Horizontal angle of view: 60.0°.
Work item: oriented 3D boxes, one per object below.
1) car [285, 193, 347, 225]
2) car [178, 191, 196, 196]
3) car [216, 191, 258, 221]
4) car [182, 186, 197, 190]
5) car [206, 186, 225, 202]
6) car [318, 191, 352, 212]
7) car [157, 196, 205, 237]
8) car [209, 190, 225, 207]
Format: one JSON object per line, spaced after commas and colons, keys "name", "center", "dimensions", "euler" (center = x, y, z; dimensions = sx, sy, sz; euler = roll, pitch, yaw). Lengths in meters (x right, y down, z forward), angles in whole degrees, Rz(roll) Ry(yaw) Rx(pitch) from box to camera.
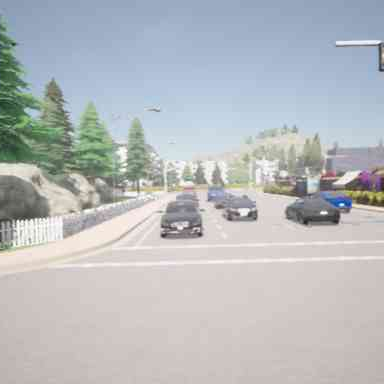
{"name": "car", "center": [6.700, 0.984, 18.929], "dimensions": [1.994, 1.385, 4.181], "euler": [-2, 1, 0]}
{"name": "car", "center": [-0.496, 0.954, 25.459], "dimensions": [1.882, 1.535, 5.008], "euler": [-2, 1, 0]}
{"name": "car", "center": [3.015, 0.952, 21.713], "dimensions": [2.128, 1.511, 4.902], "euler": [-2, 1, 0]}
{"name": "car", "center": [-0.452, 0.091, 53.719], "dimensions": [2.150, 2.045, 5.566], "euler": [-2, 1, 0]}
{"name": "car", "center": [3.023, 0.216, 43.454], "dimensions": [2.150, 2.045, 5.566], "euler": [-2, 1, 1]}
{"name": "car", "center": [10.190, 0.668, 25.114], "dimensions": [1.882, 1.535, 5.008], "euler": [-2, 1, 0]}
{"name": "car", "center": [-0.489, 1.184, 16.048], "dimensions": [1.837, 1.490, 4.892], "euler": [-2, 1, 0]}
{"name": "car", "center": [3.019, 0.798, 31.465], "dimensions": [2.033, 1.411, 5.357], "euler": [-2, 1, 0]}
